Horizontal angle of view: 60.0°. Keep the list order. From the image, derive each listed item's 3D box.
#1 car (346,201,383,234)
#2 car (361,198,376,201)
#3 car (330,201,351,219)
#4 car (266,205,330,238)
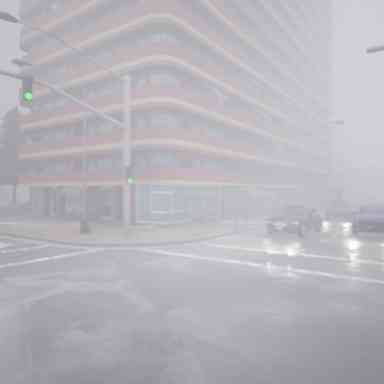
[{"bbox_3d":[10.216,1.478,18.467,1.882,1.535,5.008,0,0,35],"label":"car"},{"bbox_3d":[21.440,1.477,40.391,1.882,1.535,5.008,0,0,36],"label":"car"},{"bbox_3d":[12.343,1.505,27.551,1.837,1.490,4.892,0,0,35],"label":"car"},{"bbox_3d":[5.625,1.492,18.042,2.128,1.511,4.902,0,0,36],"label":"car"}]
